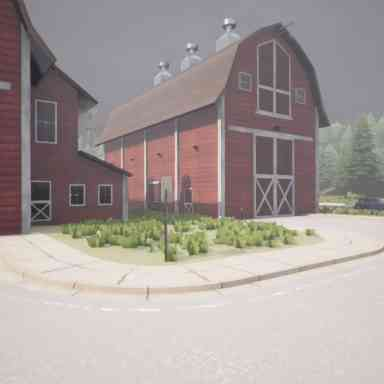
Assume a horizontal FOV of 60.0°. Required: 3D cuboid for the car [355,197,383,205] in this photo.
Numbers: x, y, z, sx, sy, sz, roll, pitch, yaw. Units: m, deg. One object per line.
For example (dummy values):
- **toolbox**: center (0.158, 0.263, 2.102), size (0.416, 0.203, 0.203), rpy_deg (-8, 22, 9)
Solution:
- **car**: center (20.145, 1.387, 36.102), size (2.097, 1.767, 4.553), rpy_deg (0, 0, -34)
